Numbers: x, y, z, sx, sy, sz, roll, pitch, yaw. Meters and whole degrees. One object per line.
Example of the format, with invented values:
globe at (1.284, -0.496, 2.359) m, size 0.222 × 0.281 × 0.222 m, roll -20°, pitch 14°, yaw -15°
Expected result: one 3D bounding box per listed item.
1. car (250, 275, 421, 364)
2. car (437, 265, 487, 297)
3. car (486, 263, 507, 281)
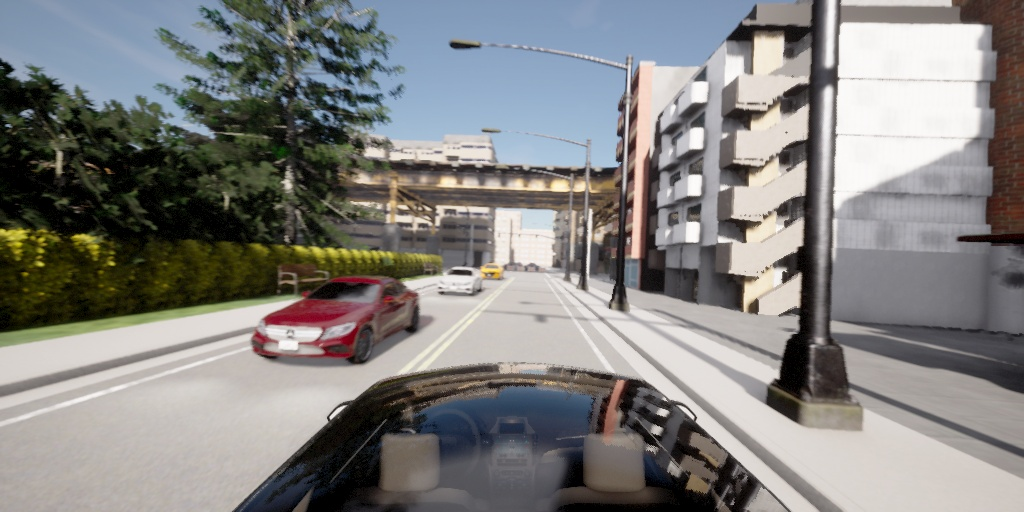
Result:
car at (-3.400, 1.180, 7.989) m, size 1.812 × 1.442 × 4.674 m, roll 3°, pitch -1°, yaw 3°
car at (-2.754, 1.335, 19.923) m, size 1.812 × 1.442 × 4.674 m, roll 3°, pitch -1°, yaw 3°
car at (-1.884, 1.483, 34.708) m, size 1.882 × 1.535 × 5.008 m, roll 3°, pitch -1°, yaw 4°
